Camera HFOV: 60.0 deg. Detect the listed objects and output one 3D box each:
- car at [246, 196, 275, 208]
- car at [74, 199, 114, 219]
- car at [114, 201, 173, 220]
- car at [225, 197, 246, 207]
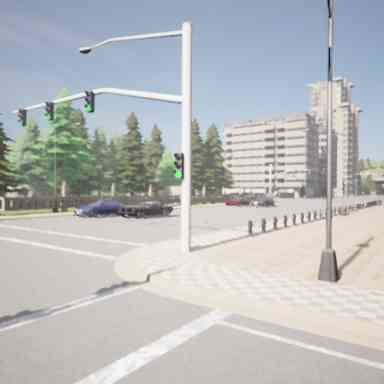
[{"bbox_3d":[9.844,1.349,45.933,2.128,1.511,4.902,1,0,36],"label":"car"},{"bbox_3d":[-7.503,1.353,27.706,1.812,1.442,4.674,1,0,36],"label":"car"},{"bbox_3d":[-3.710,1.456,26.996,1.895,1.301,4.718,1,0,36],"label":"car"},{"bbox_3d":[6.518,1.429,47.307,1.895,1.301,4.718,1,0,36],"label":"car"}]
